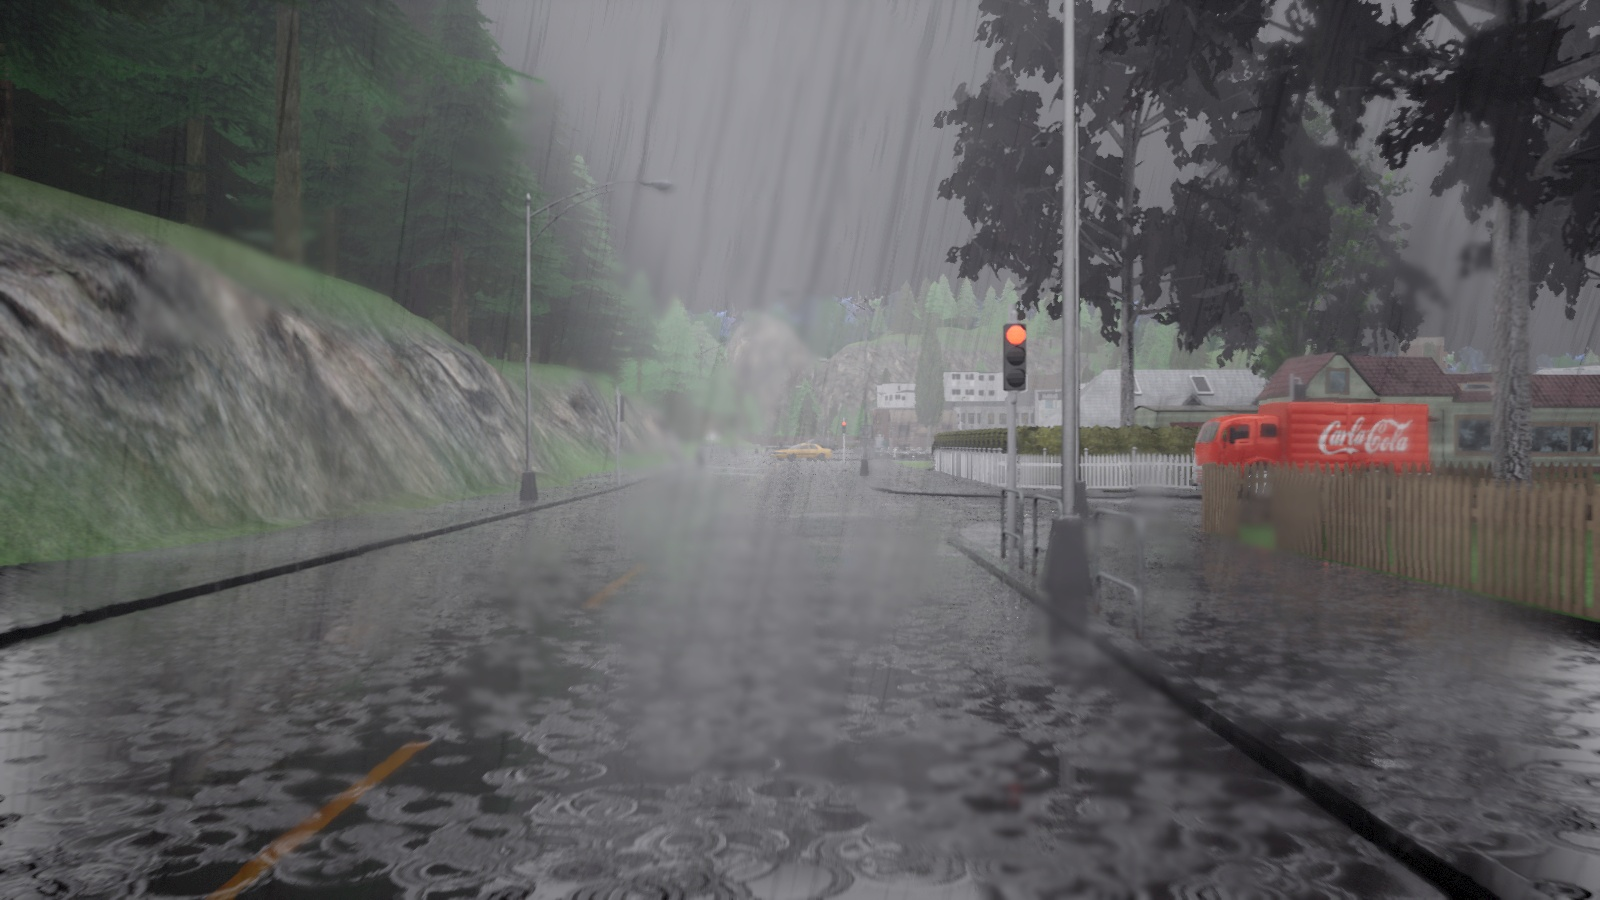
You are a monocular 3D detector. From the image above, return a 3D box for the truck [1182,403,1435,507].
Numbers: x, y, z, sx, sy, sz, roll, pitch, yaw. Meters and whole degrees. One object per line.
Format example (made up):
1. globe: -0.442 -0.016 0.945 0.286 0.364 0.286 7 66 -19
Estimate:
1. truck: 12.430 0.095 31.041 5.204 2.467 2.627 0 1 1
